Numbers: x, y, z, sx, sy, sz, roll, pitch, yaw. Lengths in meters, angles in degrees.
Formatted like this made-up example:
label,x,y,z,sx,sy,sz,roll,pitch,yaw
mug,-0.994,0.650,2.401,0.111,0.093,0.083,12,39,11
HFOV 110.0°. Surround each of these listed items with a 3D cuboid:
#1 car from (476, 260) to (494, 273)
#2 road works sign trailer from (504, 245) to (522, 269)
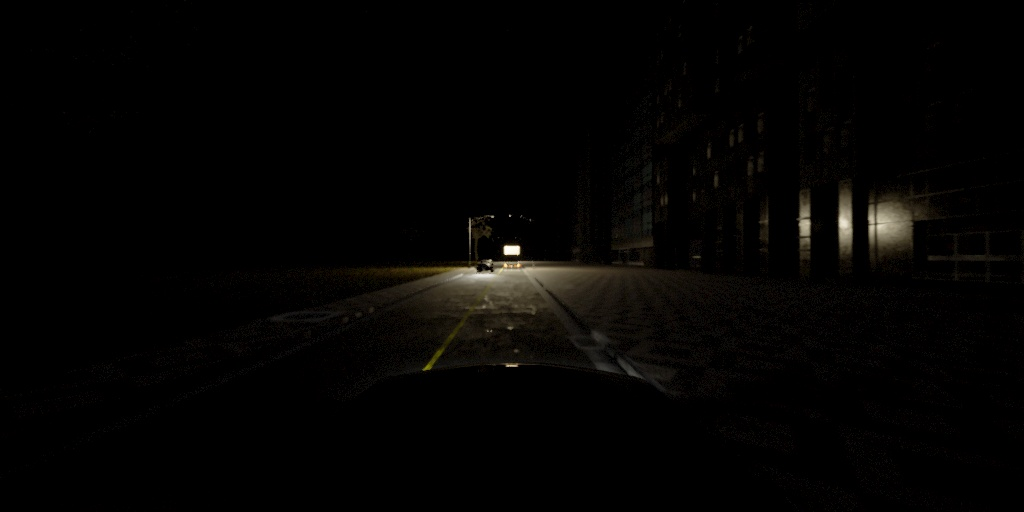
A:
label,x,y,z,sx,sy,sz,roll,pitch,yaw
car,-3.082,1.230,42.139,2.128,1.511,4.902,0,0,0
road works sign trailer,-0.002,0.197,54.197,2.380,3.560,2.880,0,0,0
